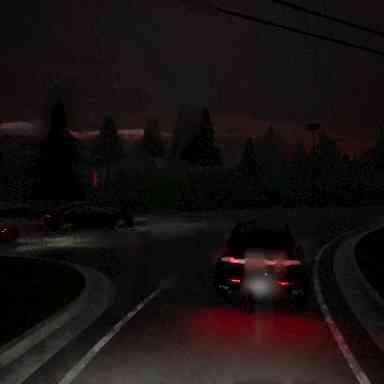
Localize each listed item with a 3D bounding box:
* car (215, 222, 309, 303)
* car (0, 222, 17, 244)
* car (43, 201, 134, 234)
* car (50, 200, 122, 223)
[{"bbox_3d":[1.778,1.488,8.344,2.128,1.511,4.902,0,0,13],"label":"car"},{"bbox_3d":[-9.666,1.474,13.021,5.008,1.535,1.882,1,-1,-28],"label":"car"},{"bbox_3d":[-5.821,1.486,19.018,4.902,1.511,2.128,0,0,-28],"label":"car"},{"bbox_3d":[-8.165,1.468,25.699,5.008,1.535,1.882,0,0,-28],"label":"car"}]
